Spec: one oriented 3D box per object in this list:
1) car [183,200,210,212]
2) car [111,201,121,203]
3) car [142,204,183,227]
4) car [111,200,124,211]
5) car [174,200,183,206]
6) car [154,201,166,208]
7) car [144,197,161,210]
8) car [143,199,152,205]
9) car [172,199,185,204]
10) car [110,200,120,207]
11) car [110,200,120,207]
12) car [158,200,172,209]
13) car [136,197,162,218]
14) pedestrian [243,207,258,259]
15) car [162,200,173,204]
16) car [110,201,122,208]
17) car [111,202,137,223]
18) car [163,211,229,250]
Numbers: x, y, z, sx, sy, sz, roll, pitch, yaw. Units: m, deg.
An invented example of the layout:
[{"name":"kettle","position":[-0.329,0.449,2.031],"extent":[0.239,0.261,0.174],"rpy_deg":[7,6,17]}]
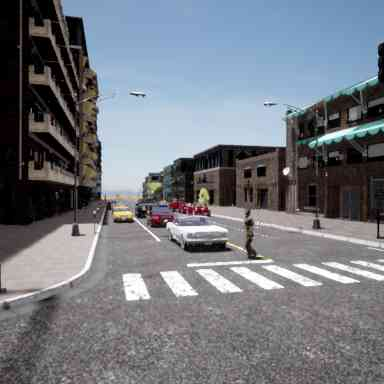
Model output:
[{"name":"car","position":[0.671,1.876,37.151],"extent":[1.967,1.590,4.097],"rpy_deg":[-1,-1,-14]},{"name":"car","position":[-7.505,1.966,35.136],"extent":[2.008,1.369,4.403],"rpy_deg":[-1,-1,-14]},{"name":"car","position":[-2.328,1.855,25.177],"extent":[1.994,1.385,4.181],"rpy_deg":[0,-1,-15]},{"name":"car","position":[-11.617,2.061,51.665],"extent":[1.967,1.590,4.097],"rpy_deg":[-1,-1,-14]},{"name":"car","position":[-0.722,2.086,42.651],"extent":[1.802,1.307,4.206],"rpy_deg":[-1,-1,-14]},{"name":"car","position":[-6.222,2.360,64.683],"extent":[1.802,1.307,4.206],"rpy_deg":[-1,-1,-14]},{"name":"car","position":[-6.729,1.888,55.649],"extent":[2.150,2.045,5.566],"rpy_deg":[0,-1,-14]},{"name":"car","position":[-11.763,2.584,86.880],"extent":[1.752,1.417,4.829],"rpy_deg":[-1,-1,-14]},{"name":"car","position":[-2.100,1.887,48.162],"extent":[2.192,1.841,5.009],"rpy_deg":[-1,-1,-14]},{"name":"car","position":[-17.110,2.448,73.698],"extent":[2.008,1.369,4.403],"rpy_deg":[-1,-1,-14]},{"name":"car","position":[-15.735,2.372,68.189],"extent":[1.887,1.381,4.507],"rpy_deg":[-1,-1,-14]},{"name":"car","position":[-4.889,2.237,59.341],"extent":[1.752,1.417,4.829],"rpy_deg":[-1,-1,-14]},{"name":"car","position":[-4.876,1.640,35.483],"extent":[2.150,2.045,5.566],"rpy_deg":[0,-1,-13]},{"name":"pedestrian","position":[2.001,1.421,11.713],"extent":[0.375,1.860,0.375],"rpy_deg":[-1,0,-14]},{"name":"car","position":[-4.271,2.111,46.022],"extent":[1.994,1.385,4.181],"rpy_deg":[0,-1,-14]},{"name":"car","position":[-14.360,2.324,62.681],"extent":[1.947,1.339,4.313],"rpy_deg":[-1,-1,-14]},{"name":"car","position":[-6.141,1.870,29.451],"extent":[1.752,1.417,4.829],"rpy_deg":[-1,-1,-14]},{"name":"car","position":[0.115,1.773,15.423],"extent":[1.895,1.301,4.718],"rpy_deg":[0,-1,-14]}]
